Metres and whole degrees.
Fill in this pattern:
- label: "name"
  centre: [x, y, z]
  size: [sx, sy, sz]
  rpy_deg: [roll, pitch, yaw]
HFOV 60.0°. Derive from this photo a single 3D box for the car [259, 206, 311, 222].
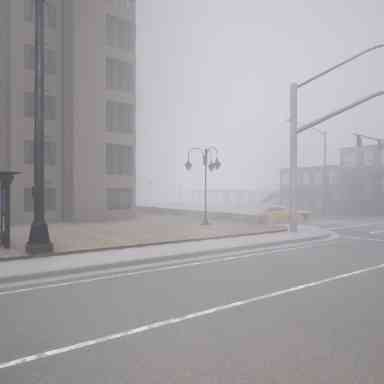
- label: "car"
  centre: [8.315, 1.986, 30.203]
  size: [1.882, 1.535, 5.008]
  rpy_deg: [0, -5, -36]
